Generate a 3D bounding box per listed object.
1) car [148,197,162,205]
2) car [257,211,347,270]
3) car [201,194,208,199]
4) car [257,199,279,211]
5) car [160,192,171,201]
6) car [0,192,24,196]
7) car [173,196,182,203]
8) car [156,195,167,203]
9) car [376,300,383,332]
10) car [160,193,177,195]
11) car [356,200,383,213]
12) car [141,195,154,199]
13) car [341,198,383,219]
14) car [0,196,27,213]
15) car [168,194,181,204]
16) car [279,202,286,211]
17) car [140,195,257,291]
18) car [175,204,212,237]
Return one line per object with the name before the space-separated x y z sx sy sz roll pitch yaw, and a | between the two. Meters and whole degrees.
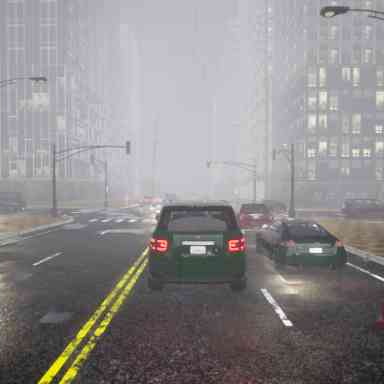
car | -6.438 1.554 58.907 1.895 1.301 4.718 0 0 0
car | 3.375 1.558 11.069 1.994 1.385 4.181 0 0 0
car | 3.459 1.216 91.591 1.882 1.535 5.008 0 0 0
car | 3.394 1.341 19.683 2.097 1.767 4.553 0 0 0
car | -6.319 1.150 79.731 2.150 2.045 5.566 0 0 0
car | -21.301 0.995 36.850 5.566 2.045 2.150 1 1 1
car | -3.088 1.532 71.563 1.895 1.301 4.718 0 0 0
car | -6.343 1.417 69.161 1.882 1.535 5.008 0 0 0
car | 3.355 1.600 2.244 1.895 1.301 4.718 0 0 0
car | -3.246 1.183 51.699 2.150 2.045 5.566 0 0 -1
car | 21.897 1.641 38.628 4.829 1.417 1.752 1 0 1
car | -6.510 1.316 49.917 2.097 1.767 4.553 0 0 1
car | 16.270 1.518 30.355 5.009 1.841 2.192 1 0 1
car | -19.565 1.404 33.615 4.181 1.385 1.994 1 1 1
car | -3.174 1.302 61.510 2.097 1.767 4.553 0 0 0
car | 7.768 1.539 36.301 4.892 1.490 1.837 1 1 1
car | 0.122 1.217 9.142 2.150 2.045 5.566 0 0 0
car | 0.139 1.515 18.824 1.812 1.442 4.674 0 0 2
